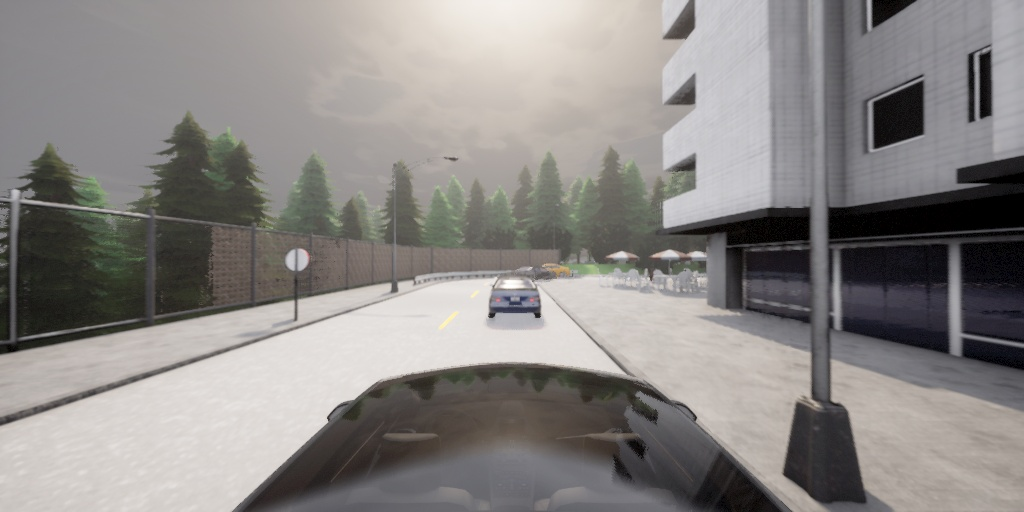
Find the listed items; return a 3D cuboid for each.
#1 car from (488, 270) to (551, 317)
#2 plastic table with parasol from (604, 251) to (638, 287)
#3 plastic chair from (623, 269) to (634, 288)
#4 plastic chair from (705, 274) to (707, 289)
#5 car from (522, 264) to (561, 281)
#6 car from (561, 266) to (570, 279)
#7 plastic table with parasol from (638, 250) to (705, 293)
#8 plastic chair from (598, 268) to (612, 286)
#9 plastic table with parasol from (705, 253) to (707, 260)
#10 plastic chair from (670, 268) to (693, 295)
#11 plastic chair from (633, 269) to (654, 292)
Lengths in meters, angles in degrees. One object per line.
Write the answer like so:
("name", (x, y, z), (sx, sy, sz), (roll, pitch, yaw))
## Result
("car", (0.096, 1.419, 13.714), (2.033, 1.411, 5.357), (0, -1, 0))
("plastic table with parasol", (7.773, 0.914, 25.302), (2.482, 2.480, 2.482), (0, 0, 0))
("plastic chair", (7.994, 1.504, 23.892), (0.750, 1.272, 0.730), (0, 0, 10))
("plastic chair", (12.825, 1.496, 23.176), (0.750, 1.272, 0.730), (0, 0, 10))
("car", (2.011, 1.608, 32.337), (2.033, 1.411, 5.357), (-1, -1, 37))
("car", (3.587, 1.592, 37.590), (5.008, 1.535, 1.882), (0, -1, -16))
("plastic table with parasol", (9.236, 0.870, 20.993), (2.482, 2.480, 2.482), (0, 0, 0))
("plastic chair", (6.503, 1.497, 25.511), (0.730, 1.272, 0.750), (0, 0, 10))
("plastic table with parasol", (12.633, 0.907, 24.586), (2.482, 2.480, 2.482), (0, 0, 0))
("plastic chair", (9.248, 1.460, 19.563), (0.750, 1.272, 0.730), (0, 0, 10))
("plastic chair", (7.756, 1.476, 21.182), (0.730, 1.272, 0.750), (0, 0, 10))
